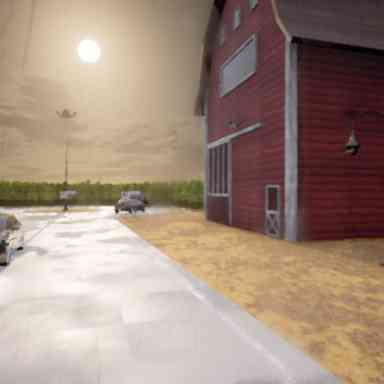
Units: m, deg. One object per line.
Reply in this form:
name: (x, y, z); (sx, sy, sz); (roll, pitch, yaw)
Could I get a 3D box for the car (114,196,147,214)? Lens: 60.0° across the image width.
car: (-6.452, 1.489, 35.347); (1.837, 1.490, 4.892); (0, 0, 18)

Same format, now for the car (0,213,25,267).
car: (-6.875, 1.494, 11.145); (1.837, 1.490, 4.892); (0, 0, -19)

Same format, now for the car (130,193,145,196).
car: (-8.738, 1.200, 47.465); (5.566, 2.045, 2.150); (0, -1, 42)
